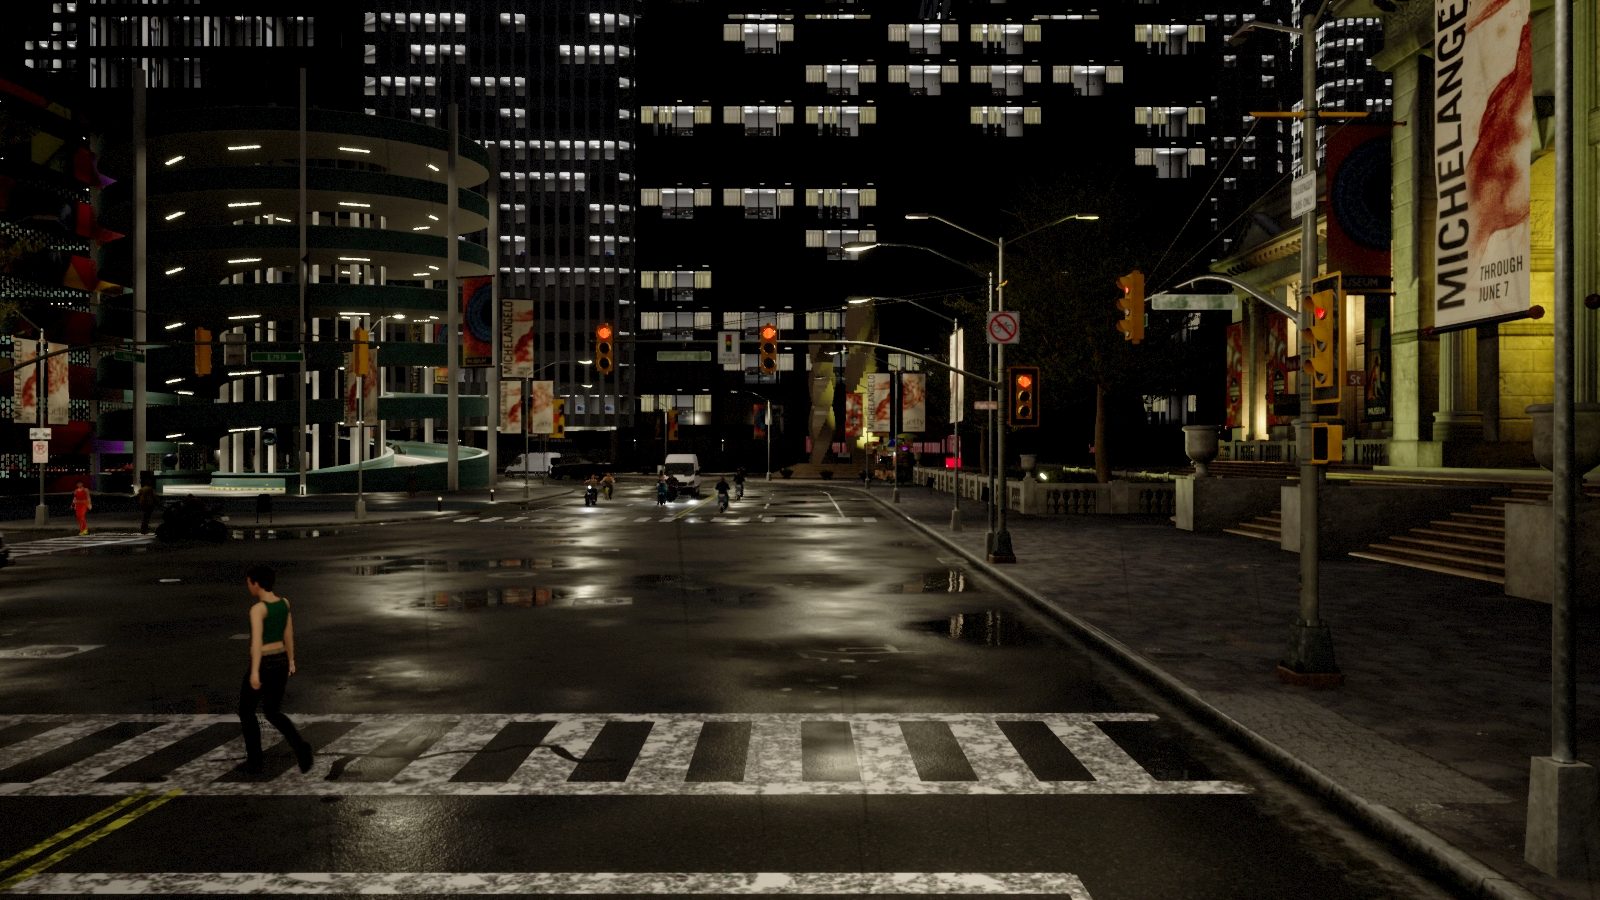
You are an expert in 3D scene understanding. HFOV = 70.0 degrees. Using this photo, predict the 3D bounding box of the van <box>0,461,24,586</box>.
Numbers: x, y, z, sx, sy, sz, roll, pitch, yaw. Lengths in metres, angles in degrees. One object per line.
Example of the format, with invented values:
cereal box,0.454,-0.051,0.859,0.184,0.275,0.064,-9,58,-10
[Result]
van,-19.502,1.535,23.266,5.915,2.561,1.988,0,0,-4

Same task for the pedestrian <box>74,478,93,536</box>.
pedestrian,-23.352,1.848,37.230,0.375,1.860,0.375,0,0,-1

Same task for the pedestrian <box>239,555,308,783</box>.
pedestrian,-4.499,1.849,9.773,0.375,1.860,0.375,0,0,18

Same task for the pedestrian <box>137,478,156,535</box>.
pedestrian,-21.539,1.848,37.661,0.375,1.860,0.375,0,0,9
